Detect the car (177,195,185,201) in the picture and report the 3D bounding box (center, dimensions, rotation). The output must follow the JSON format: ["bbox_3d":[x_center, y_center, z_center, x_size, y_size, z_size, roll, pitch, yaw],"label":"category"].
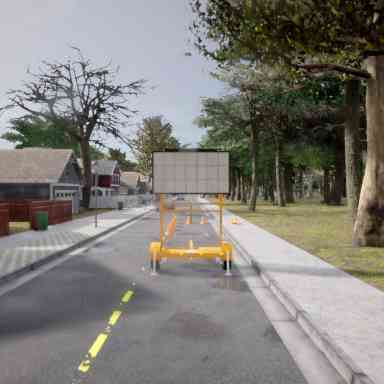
[{"bbox_3d":[-2.949,1.608,89.961,2.033,1.411,5.357,0,0,0],"label":"car"}]

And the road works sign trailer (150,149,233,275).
[{"bbox_3d":[-0.022,0.464,10.375,2.380,3.560,2.880,0,0,0],"label":"road works sign trailer"}]

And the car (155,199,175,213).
[{"bbox_3d":[-2.917,1.533,36.826,1.812,1.442,4.674,0,0,0],"label":"car"}]
